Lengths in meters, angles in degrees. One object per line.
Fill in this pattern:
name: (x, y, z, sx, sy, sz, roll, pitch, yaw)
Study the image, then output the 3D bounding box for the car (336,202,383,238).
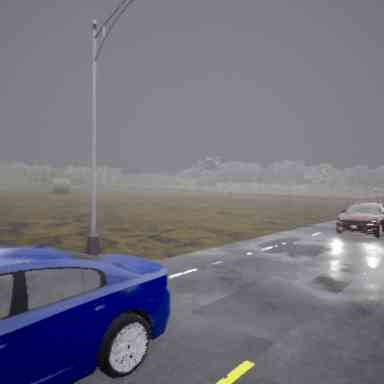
car: (8.951, 1.298, 17.031, 1.882, 1.535, 5.008, 2, 1, 40)

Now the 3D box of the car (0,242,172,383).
car: (-2.362, 1.382, 3.371, 1.882, 1.535, 5.008, 2, 1, 40)
